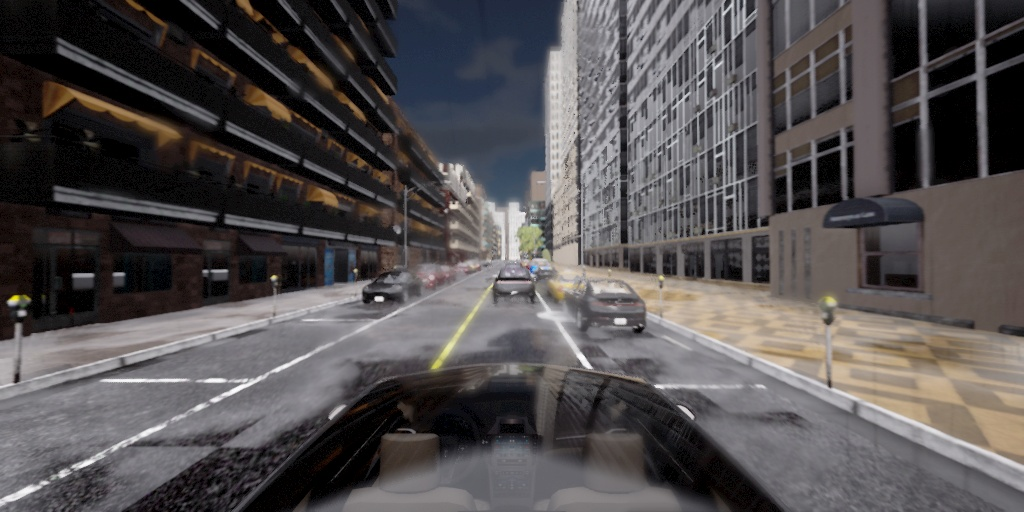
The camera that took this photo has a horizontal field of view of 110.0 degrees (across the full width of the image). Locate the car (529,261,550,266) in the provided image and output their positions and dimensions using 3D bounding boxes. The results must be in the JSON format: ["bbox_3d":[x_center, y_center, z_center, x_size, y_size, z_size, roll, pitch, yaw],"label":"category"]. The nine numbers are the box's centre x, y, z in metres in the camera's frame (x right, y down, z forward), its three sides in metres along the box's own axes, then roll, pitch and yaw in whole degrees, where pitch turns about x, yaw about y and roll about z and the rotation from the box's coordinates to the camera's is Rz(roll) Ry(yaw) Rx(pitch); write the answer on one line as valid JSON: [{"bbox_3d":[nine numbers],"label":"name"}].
[{"bbox_3d":[2.562,1.349,27.650,2.007,1.370,4.403,0,0,0],"label":"car"}]

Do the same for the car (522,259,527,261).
[{"bbox_3d":[2.559,1.377,44.607,1.888,1.381,4.507,0,0,0],"label":"car"}]

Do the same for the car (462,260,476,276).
[{"bbox_3d":[-5.321,1.403,39.111,1.802,1.307,4.207,0,0,0],"label":"car"}]

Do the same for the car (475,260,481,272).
[{"bbox_3d":[-5.322,1.358,44.588,1.751,1.417,4.829,0,0,0],"label":"car"}]

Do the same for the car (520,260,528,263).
[{"bbox_3d":[0.095,1.355,32.394,2.033,1.411,5.357,0,0,0],"label":"car"}]

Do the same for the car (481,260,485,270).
[{"bbox_3d":[-5.322,1.284,50.404,1.967,1.591,4.097,0,0,0],"label":"car"}]

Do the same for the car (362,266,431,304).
[{"bbox_3d":[-5.317,1.343,16.526,1.948,1.339,4.313,0,0,0],"label":"car"}]

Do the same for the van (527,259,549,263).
[{"bbox_3d":[2.561,1.150,33.303,1.690,1.789,3.998,0,0,0],"label":"van"}]

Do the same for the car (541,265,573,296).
[{"bbox_3d":[2.564,1.303,16.516,1.751,1.417,4.829,0,0,0],"label":"car"}]

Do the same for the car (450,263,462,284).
[{"bbox_3d":[-5.319,1.381,27.818,1.802,1.307,4.207,0,0,0],"label":"car"}]

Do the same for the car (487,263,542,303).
[{"bbox_3d":[0.097,1.269,16.743,2.128,1.511,4.902,0,0,0],"label":"car"}]

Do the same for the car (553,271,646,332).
[{"bbox_3d":[2.565,1.317,10.693,2.007,1.370,4.403,0,0,0],"label":"car"}]

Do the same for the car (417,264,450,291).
[{"bbox_3d":[-5.318,1.228,22.172,1.967,1.591,4.097,0,0,0],"label":"car"}]
